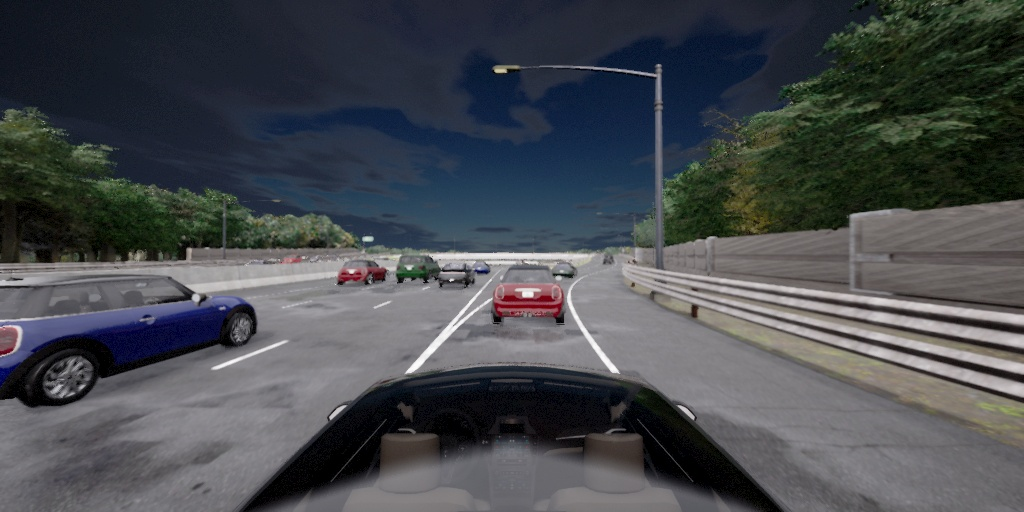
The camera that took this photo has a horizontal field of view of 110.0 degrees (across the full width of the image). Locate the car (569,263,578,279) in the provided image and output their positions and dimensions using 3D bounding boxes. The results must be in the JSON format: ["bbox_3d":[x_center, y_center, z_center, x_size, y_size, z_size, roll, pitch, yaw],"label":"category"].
[{"bbox_3d":[4.871,1.305,32.915,1.994,1.385,4.181,-1,0,16],"label":"car"}]

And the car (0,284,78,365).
[{"bbox_3d":[-10.401,1.306,5.677,1.994,1.385,4.181,0,0,0],"label":"car"}]

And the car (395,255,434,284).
[{"bbox_3d":[-6.902,0.934,26.746,2.150,2.045,5.566,0,0,0],"label":"car"}]

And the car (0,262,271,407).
[{"bbox_3d":[-6.901,1.093,6.366,2.097,1.767,4.553,0,0,0],"label":"car"}]

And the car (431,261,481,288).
[{"bbox_3d":[-3.503,1.205,23.280,2.128,1.511,4.902,0,0,0],"label":"car"}]

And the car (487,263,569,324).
[{"bbox_3d":[0.620,1.077,12.054,2.097,1.767,4.553,0,0,5],"label":"car"}]

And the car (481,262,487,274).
[{"bbox_3d":[-3.503,1.317,40.488,1.994,1.385,4.181,0,0,0],"label":"car"}]

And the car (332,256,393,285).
[{"bbox_3d":[-10.402,1.063,25.388,2.097,1.767,4.553,0,0,0],"label":"car"}]
